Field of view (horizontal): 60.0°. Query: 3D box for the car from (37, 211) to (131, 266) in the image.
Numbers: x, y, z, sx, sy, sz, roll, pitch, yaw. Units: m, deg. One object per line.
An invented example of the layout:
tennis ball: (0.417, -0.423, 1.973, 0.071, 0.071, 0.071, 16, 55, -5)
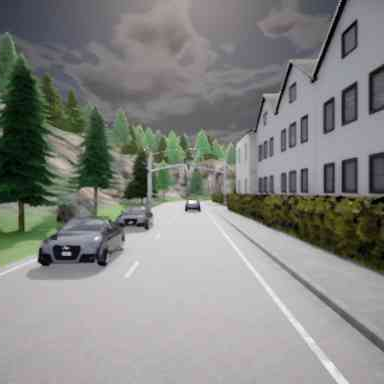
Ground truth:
car: (-3.601, 1.587, 11.526, 1.994, 1.385, 4.181, 0, 0, 0)

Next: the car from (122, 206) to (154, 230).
car: (-3.590, 1.609, 21.526, 1.994, 1.385, 4.181, 0, 0, 0)

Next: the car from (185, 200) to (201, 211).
car: (0.142, 1.651, 42.226, 1.994, 1.385, 4.181, 0, 0, 2)
